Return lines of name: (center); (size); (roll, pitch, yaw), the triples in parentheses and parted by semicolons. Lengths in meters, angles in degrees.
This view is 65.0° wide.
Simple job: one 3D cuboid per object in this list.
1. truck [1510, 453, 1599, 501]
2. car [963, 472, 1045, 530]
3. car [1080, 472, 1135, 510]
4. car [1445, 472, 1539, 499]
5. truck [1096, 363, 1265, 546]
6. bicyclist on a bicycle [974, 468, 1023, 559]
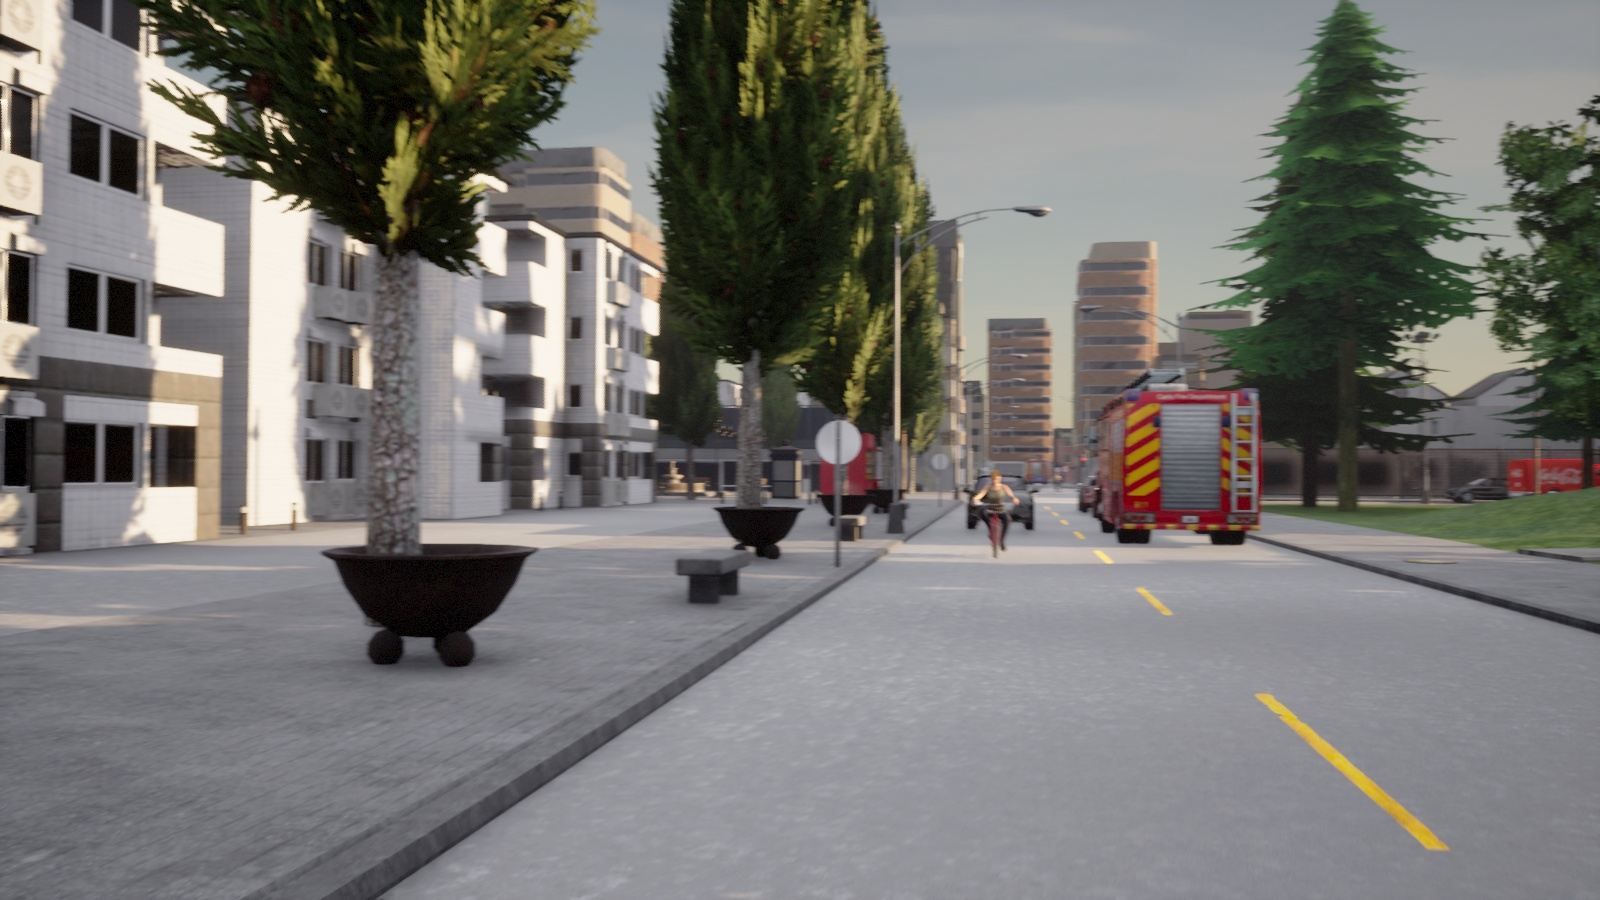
truck: (40.472, 1.398, 65.688); (5.204, 2.467, 2.627); (0, -1, 10)
car: (5.777, 1.373, 35.500); (2.128, 1.511, 4.902); (0, -1, 10)
car: (12.481, 1.642, 51.193); (1.970, 1.475, 3.806); (0, -1, 11)
car: (38.552, 1.976, 70.061); (4.193, 1.474, 1.816); (0, -1, 10)
truck: (9.013, 0.165, 30.711); (2.891, 3.827, 8.468); (0, -1, 10)
bicyclist on a bicycle: (3.662, 1.143, 23.119); (0.866, 1.612, 1.509); (0, -1, 9)
